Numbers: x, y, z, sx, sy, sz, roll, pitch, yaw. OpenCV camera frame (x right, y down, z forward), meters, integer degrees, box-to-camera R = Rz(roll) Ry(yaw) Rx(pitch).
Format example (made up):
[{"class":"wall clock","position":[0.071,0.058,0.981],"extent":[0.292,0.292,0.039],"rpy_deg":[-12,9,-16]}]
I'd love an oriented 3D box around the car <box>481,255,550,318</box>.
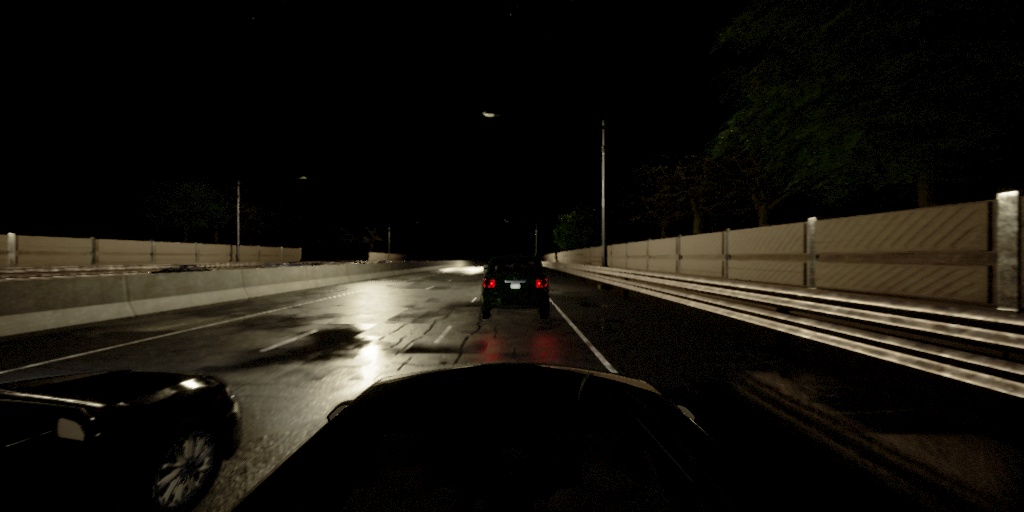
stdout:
[{"class":"car","position":[0.101,0.983,13.159],"extent":[2.150,2.045,5.566],"rpy_deg":[0,0,0]}]

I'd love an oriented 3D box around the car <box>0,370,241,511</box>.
[{"class":"car","position":[-3.400,1.254,1.291],"extent":[1.837,1.490,4.892],"rpy_deg":[0,0,0]}]

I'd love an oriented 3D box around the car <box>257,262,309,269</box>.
[{"class":"car","position":[-17.597,1.354,29.141],"extent":[2.033,1.411,5.357],"rpy_deg":[0,0,0]}]

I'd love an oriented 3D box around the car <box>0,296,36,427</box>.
[{"class":"car","position":[-6.899,1.255,2.060],"extent":[1.837,1.490,4.892],"rpy_deg":[0,0,0]}]

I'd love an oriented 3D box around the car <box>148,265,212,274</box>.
[{"class":"car","position":[-24.594,1.360,26.716],"extent":[1.994,1.385,4.181],"rpy_deg":[0,0,0]}]
